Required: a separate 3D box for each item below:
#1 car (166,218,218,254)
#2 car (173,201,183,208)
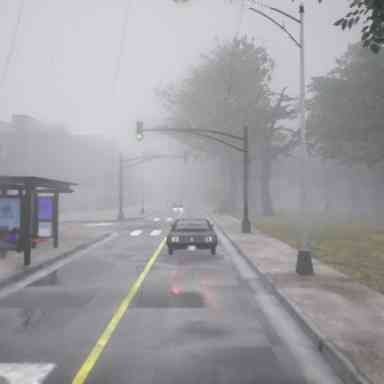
[{"bbox_3d":[0.004,1.740,14.128,1.895,1.301,4.718,0,-1,0],"label":"car"},{"bbox_3d":[-2.759,2.449,66.258,2.128,1.511,4.902,0,-1,1],"label":"car"}]
